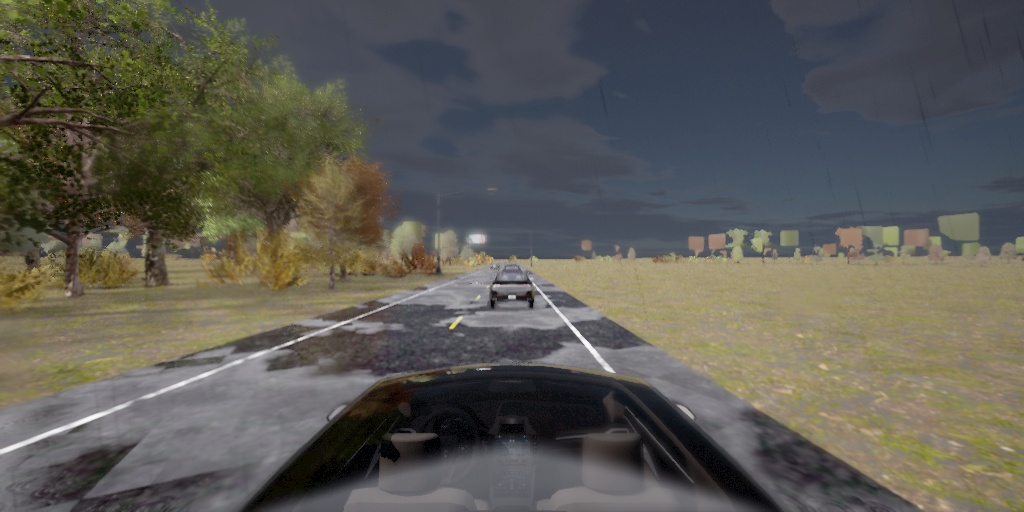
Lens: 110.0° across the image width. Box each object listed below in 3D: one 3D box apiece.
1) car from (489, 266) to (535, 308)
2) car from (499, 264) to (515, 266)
[{"bbox_3d":[0.005,1.379,16.147,2.128,1.511,4.902,0,0,0],"label":"car"},{"bbox_3d":[0.005,1.536,31.143,1.837,1.490,4.892,0,0,0],"label":"car"}]
